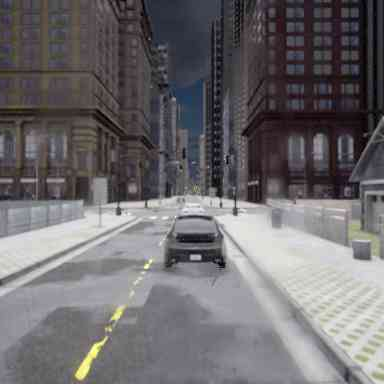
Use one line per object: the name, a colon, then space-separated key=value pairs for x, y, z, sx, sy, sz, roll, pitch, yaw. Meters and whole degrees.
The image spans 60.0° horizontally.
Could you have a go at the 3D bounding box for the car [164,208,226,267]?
car: x=0.099 y=1.534 z=11.533 sx=1.837 sy=1.490 sz=4.892 roll=0 pitch=0 yaw=0

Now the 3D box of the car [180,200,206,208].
car: x=0.099 y=1.589 z=25.937 sx=1.812 sy=1.442 sz=4.674 roll=0 pitch=0 yaw=0

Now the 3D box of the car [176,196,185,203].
car: x=-2.568 y=1.785 z=77.524 sx=2.128 sy=1.511 sz=4.902 roll=0 pitch=0 yaw=0
